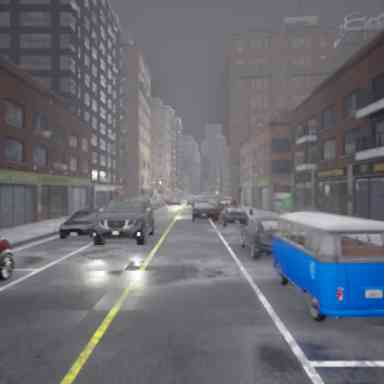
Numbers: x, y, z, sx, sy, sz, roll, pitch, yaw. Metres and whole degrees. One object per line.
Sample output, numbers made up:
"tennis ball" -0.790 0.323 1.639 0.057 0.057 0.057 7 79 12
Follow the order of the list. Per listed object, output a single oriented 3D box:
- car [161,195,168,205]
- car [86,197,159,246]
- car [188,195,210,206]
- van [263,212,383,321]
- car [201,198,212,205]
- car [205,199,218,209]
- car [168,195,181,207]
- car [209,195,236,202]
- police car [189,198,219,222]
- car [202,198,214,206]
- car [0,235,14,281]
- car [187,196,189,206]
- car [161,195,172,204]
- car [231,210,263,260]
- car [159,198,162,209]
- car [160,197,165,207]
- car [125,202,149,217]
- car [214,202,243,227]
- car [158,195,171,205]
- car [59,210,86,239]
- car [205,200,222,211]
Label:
"car" -5.604 1.715 56.632 1.967 1.590 4.097 -1 0 0
"car" -3.080 1.302 16.164 2.150 2.045 5.566 0 0 0
"car" 0.896 1.570 44.246 2.097 1.767 4.553 0 0 0
"van" 2.857 1.376 7.076 1.690 1.788 3.998 -1 0 0
"car" 2.937 1.885 67.643 1.947 1.339 4.313 -1 0 0
"car" 2.916 1.775 51.294 1.752 1.417 4.829 -1 0 0
"car" -2.984 1.757 57.819 1.882 1.535 5.008 0 0 1
"car" 2.885 1.460 29.100 2.192 1.841 5.009 -1 0 0
"police car" 0.936 1.567 28.385 1.930 1.638 5.238 0 0 0
"car" 2.930 1.863 62.136 1.947 1.339 4.313 -1 0 0
"car" -5.667 1.476 7.063 1.967 1.590 4.097 -1 0 0
"car" 0.079 1.861 62.163 1.994 1.385 4.181 0 0 0
"car" -5.584 1.658 73.156 2.192 1.841 5.009 -1 0 0
"car" 2.867 1.613 12.581 2.008 1.369 4.403 -1 0 0
"car" -5.616 1.807 45.615 1.802 1.307 4.206 -1 0 0
"car" -5.609 1.832 51.123 1.802 1.307 4.206 -1 0 0
"car" -5.631 1.755 34.600 1.802 1.307 4.206 -1 0 0
"car" 2.880 1.668 23.593 2.008 1.369 4.403 -1 0 0
"car" -5.591 1.636 67.648 2.192 1.841 5.009 -1 0 0
"car" -5.652 1.657 18.077 1.947 1.339 4.313 -1 0 0
"car" 2.909 1.790 45.618 1.947 1.339 4.313 -1 0 0
